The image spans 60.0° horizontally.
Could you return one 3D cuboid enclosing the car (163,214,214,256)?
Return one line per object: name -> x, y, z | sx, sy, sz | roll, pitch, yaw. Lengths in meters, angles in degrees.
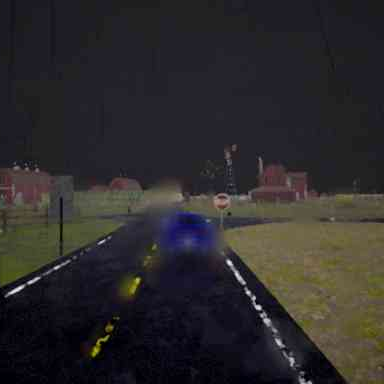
car -> -0.173, 1.640, 13.992 | 1.882, 1.535, 5.008 | 0, -1, -1
